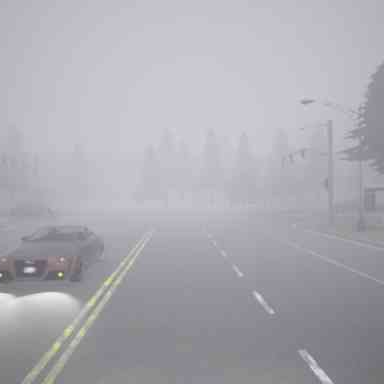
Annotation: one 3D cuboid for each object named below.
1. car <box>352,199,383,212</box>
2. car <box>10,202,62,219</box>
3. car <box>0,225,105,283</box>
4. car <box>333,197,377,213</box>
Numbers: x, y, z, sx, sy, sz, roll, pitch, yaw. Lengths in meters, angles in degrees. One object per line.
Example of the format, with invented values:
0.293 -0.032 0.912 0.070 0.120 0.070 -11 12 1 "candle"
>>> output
21.841 1.875 38.692 4.892 1.490 1.837 0 -1 -2 "car"
-15.548 1.760 33.429 4.553 1.767 2.097 0 -1 -3 "car"
-3.953 1.700 9.967 1.994 1.385 4.181 0 -1 -2 "car"
20.723 1.638 42.169 5.566 2.045 2.150 0 -1 -2 "car"
